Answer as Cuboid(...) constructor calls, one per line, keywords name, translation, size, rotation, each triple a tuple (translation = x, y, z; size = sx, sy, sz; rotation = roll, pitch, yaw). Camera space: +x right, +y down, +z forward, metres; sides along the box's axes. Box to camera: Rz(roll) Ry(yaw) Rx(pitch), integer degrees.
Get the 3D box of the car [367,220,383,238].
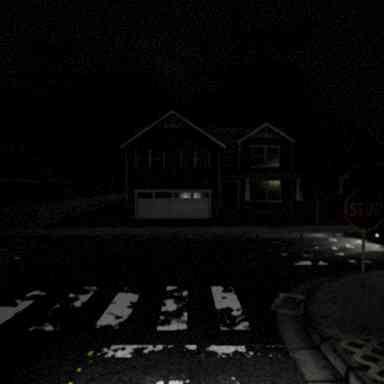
Cuboid(name="car", translation=(10.425, 1.405, 13.965), size=(5.357, 1.411, 2.033), rotation=(-1, 1, 0))
